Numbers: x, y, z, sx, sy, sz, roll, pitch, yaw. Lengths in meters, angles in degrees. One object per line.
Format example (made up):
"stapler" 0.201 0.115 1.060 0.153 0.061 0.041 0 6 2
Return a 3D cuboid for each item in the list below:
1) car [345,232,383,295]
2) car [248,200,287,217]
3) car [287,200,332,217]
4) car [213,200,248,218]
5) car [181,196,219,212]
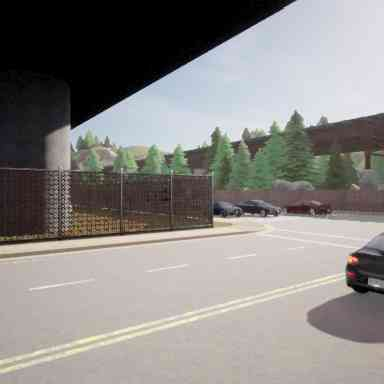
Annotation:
"car" 5.304 1.526 7.529 4.674 1.442 1.812 0 0 -36
"car" 6.253 1.505 31.631 1.837 1.490 4.892 0 0 -36
"car" 10.783 1.477 31.790 1.882 1.535 5.008 0 0 -36
"car" 2.738 1.564 30.522 1.994 1.385 4.181 0 0 -36
"car" 0.855 1.352 39.085 2.097 1.767 4.553 0 0 -36
